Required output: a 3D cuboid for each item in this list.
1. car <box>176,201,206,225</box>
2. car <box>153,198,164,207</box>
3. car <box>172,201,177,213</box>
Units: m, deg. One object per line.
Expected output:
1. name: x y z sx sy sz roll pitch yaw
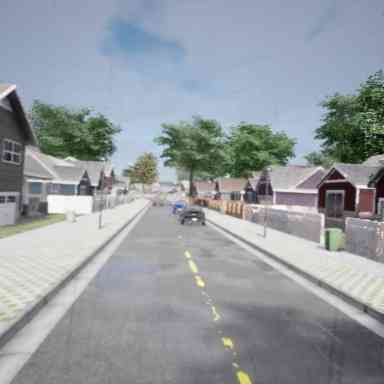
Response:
1. car: -0.030 1.767 26.711 1.837 1.490 4.892 3 -1 -5
2. car: -5.832 1.780 57.445 2.033 1.411 5.357 3 -1 -5
3. car: -1.367 1.798 40.475 1.882 1.535 5.008 3 0 -5
